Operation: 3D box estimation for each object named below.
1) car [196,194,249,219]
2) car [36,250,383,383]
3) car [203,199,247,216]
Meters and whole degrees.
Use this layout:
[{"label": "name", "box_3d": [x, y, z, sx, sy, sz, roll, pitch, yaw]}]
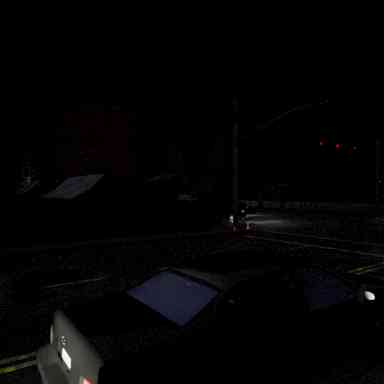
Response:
[{"label": "car", "box_3d": [2.508, 1.221, 29.455, 2.150, 2.045, 5.566, 0, 0, -37]}, {"label": "car", "box_3d": [0.915, 1.547, 4.463, 5.357, 1.411, 2.033, 0, 0, -35]}, {"label": "car", "box_3d": [3.269, 1.526, 34.289, 1.812, 1.442, 4.674, 0, 0, -37]}]
